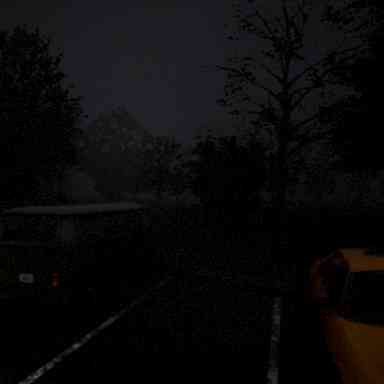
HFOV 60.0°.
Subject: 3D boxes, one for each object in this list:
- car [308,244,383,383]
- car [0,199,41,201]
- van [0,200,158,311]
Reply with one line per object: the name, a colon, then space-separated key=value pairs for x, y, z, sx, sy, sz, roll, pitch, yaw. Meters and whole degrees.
car: x=2.491 y=1.479 z=4.096 sx=1.946 sy=1.575 sz=5.366 roll=1 pitch=-1 yaw=15
car: x=-4.691 y=1.217 z=9.473 sx=2.435 sy=2.045 sz=5.566 roll=0 pitch=-1 yaw=15
van: x=-2.266 y=1.250 z=7.833 sx=1.878 sy=1.987 sz=4.442 roll=0 pitch=-1 yaw=16
